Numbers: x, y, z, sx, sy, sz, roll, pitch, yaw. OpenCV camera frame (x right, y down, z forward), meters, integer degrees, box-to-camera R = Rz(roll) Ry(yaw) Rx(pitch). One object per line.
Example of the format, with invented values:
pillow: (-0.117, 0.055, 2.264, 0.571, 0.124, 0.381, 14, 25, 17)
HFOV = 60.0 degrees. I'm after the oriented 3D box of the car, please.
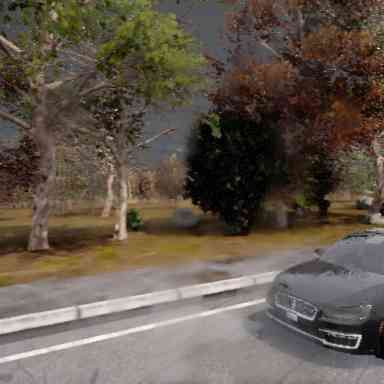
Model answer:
car: (3.505, 1.431, 5.778, 4.892, 1.490, 1.837, -1, 1, -29)
